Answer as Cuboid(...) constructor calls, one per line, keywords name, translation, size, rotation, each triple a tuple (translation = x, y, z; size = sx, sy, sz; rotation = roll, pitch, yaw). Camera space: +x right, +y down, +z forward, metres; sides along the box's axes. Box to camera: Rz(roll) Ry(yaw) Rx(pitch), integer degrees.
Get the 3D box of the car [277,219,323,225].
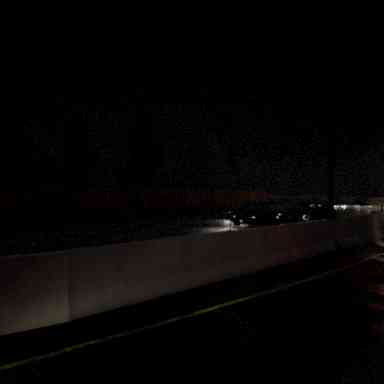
Cuboid(name="car", translation=(6.821, 1.353, 19.726), size=(2.097, 1.767, 4.553), rotation=(0, 0, 43))
